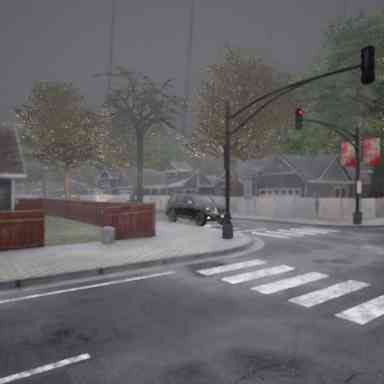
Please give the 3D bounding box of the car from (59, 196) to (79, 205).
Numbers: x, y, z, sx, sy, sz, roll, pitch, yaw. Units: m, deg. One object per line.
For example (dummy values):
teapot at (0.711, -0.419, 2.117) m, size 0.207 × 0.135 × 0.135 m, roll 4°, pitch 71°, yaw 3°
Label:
car at (-21.494, 1.482, 58.067) m, size 2.128 × 1.511 × 4.902 m, roll 0°, pitch 0°, yaw -36°

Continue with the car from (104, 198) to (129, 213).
car at (-7.292, 1.419, 33.405) m, size 1.882 × 1.535 × 5.008 m, roll 0°, pitch 1°, yaw -36°

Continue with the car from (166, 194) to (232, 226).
car at (0.294, 1.143, 22.836) m, size 2.150 × 2.045 × 5.566 m, roll 0°, pitch 0°, yaw -36°

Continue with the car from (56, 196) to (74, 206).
car at (-19.720, 1.472, 50.870) m, size 2.128 × 1.511 × 4.902 m, roll 0°, pitch 0°, yaw -35°

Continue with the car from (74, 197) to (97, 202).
car at (-15.820, 1.534, 50.270) m, size 1.994 × 1.385 × 4.181 m, roll 0°, pitch 0°, yaw -35°
